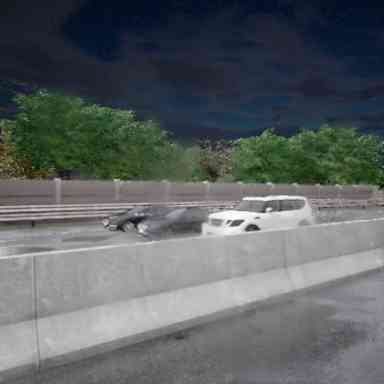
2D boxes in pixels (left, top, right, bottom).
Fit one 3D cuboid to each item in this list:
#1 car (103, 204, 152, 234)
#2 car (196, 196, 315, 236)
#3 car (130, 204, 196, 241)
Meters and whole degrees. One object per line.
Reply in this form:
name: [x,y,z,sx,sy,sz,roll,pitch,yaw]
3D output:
car: [-2.690,1.485,19.272,4.892,1.490,1.837,0,0,-36]
car: [3.155,1.196,14.844,5.566,2.045,2.150,0,0,-35]
car: [-0.435,1.504,16.582,4.674,1.442,1.812,0,0,-35]
